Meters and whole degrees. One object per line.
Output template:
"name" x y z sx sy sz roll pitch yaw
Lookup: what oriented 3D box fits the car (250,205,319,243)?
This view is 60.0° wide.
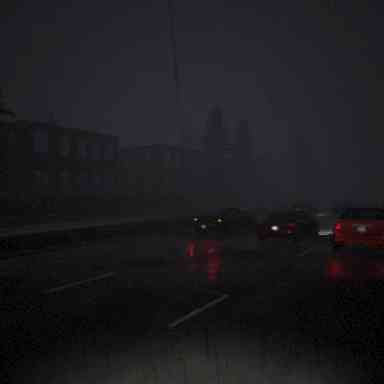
"car" 4.703 1.530 16.040 1.994 1.385 4.181 0 0 34

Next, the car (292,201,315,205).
"car" 10.146 1.498 30.336 1.994 1.385 4.181 0 0 34

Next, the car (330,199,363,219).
"car" 13.686 1.407 29.314 1.882 1.535 5.008 0 0 34

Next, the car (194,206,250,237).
"car" 1.855 1.495 18.076 1.812 1.442 4.674 0 0 34

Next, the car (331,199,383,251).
"car" 7.140 1.317 13.408 2.097 1.767 4.553 0 0 34
